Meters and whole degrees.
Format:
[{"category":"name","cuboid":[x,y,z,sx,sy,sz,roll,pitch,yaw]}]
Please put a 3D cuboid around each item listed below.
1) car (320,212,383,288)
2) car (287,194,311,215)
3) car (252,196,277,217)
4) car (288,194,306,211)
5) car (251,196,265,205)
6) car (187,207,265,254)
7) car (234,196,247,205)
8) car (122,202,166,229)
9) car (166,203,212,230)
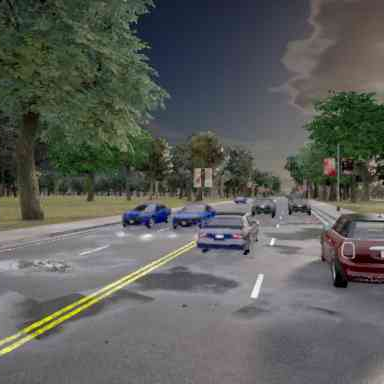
[{"category":"car","cuboid":[4.790,1.353,9.114,2.097,1.767,4.553,0,0,16]},{"category":"car","cuboid":[10.957,1.368,33.962,2.097,1.767,4.553,0,0,17]},{"category":"car","cuboid":[6.905,1.362,31.573,2.097,1.767,4.553,0,0,16]},{"category":"car","cuboid":[13.771,1.260,43.789,2.150,2.045,5.566,0,0,16]},{"category":"car","cuboid":[12.327,1.590,62.185,2.128,1.511,4.902,0,0,17]},{"category":"car","cuboid":[1.640,1.549,13.606,2.033,1.411,5.357,0,0,16]},{"category":"car","cuboid":[9.134,1.575,62.836,1.882,1.535,5.008,0,0,17]},{"category":"car","cuboid":[-2.868,1.478,22.052,1.882,1.535,5.008,0,0,16]},{"category":"car","cuboid":[0.264,1.479,21.182,1.882,1.535,5.008,0,0,16]}]
